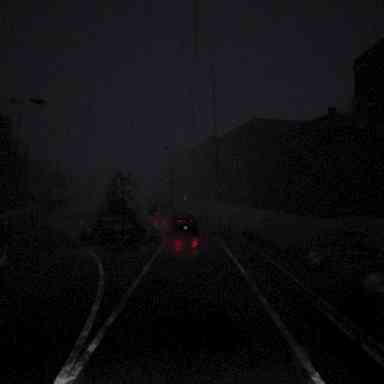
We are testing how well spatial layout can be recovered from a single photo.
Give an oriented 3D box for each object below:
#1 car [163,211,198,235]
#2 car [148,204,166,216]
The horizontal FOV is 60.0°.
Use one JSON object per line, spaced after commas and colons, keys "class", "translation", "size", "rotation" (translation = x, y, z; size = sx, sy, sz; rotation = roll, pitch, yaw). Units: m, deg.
{"class": "car", "translation": [-0.752, 2.328, 24.790], "size": [2.128, 1.511, 4.902], "rotation": [0, -3, -8]}
{"class": "car", "translation": [-4.480, 2.211, 42.365], "size": [2.128, 1.511, 4.902], "rotation": [0, 1, -13]}
